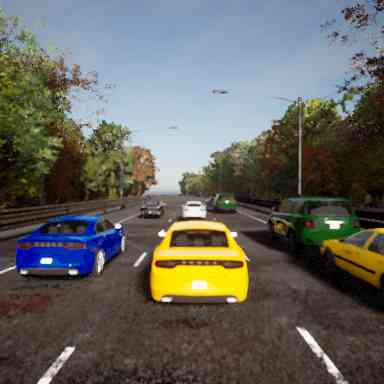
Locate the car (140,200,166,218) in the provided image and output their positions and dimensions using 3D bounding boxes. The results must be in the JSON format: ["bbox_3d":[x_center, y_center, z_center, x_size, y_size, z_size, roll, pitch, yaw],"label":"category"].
[{"bbox_3d":[-3.363,1.410,29.031,2.128,1.511,4.902,0,0,0],"label":"car"}]

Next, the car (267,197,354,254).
[{"bbox_3d":[4.632,1.207,13.468,2.150,2.045,5.566,0,0,0],"label":"car"}]

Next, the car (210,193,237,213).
[{"bbox_3d":[3.531,1.157,36.321,2.150,2.045,5.566,0,0,0],"label":"car"}]

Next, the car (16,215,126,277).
[{"bbox_3d":[-3.343,1.433,10.145,1.882,1.535,5.008,0,0,0],"label":"car"}]

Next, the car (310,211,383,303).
[{"bbox_3d":[4.603,1.452,7.590,1.801,1.575,5.366,0,0,0],"label":"car"}]

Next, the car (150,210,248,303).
[{"bbox_3d":[0.146,1.453,8.231,1.882,1.535,5.008,0,0,0],"label":"car"}]

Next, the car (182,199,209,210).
[{"bbox_3d":[0.154,1.464,26.457,1.812,1.442,4.674,0,0,0],"label":"car"}]
